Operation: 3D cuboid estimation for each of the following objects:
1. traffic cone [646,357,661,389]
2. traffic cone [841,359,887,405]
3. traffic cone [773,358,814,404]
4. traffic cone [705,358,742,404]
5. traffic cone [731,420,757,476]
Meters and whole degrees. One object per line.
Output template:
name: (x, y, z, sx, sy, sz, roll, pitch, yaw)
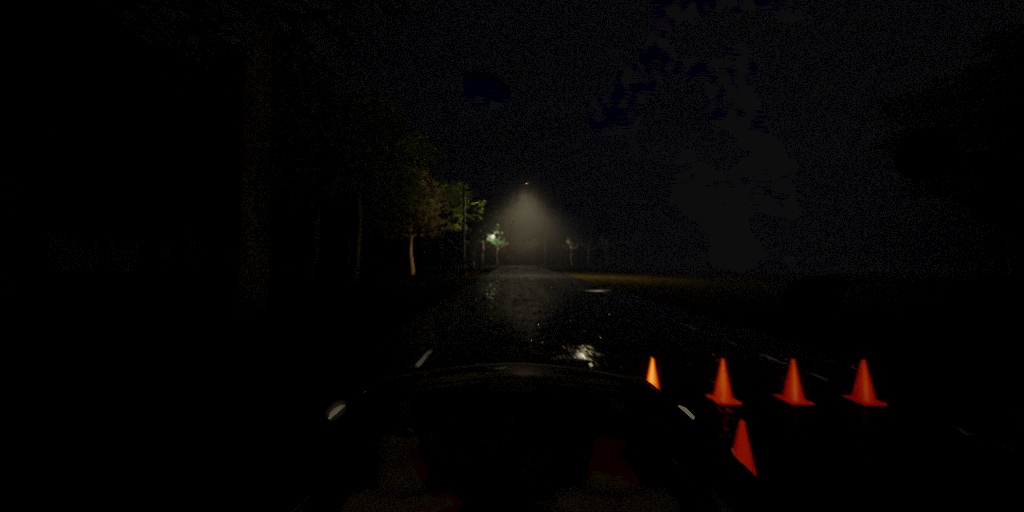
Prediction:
traffic cone: (2.009, 1.745, 5.121, 0.340, 0.580, 0.340, 0, 0, 0)
traffic cone: (5.008, 1.763, 5.111, 0.340, 0.580, 0.340, 0, 0, 0)
traffic cone: (4.008, 1.757, 5.115, 0.340, 0.580, 0.340, 0, 0, 0)
traffic cone: (3.008, 1.751, 5.118, 0.340, 0.580, 0.340, 0, 0, 0)
traffic cone: (2.001, 1.729, 3.121, 0.340, 0.580, 0.340, 0, 0, 0)
